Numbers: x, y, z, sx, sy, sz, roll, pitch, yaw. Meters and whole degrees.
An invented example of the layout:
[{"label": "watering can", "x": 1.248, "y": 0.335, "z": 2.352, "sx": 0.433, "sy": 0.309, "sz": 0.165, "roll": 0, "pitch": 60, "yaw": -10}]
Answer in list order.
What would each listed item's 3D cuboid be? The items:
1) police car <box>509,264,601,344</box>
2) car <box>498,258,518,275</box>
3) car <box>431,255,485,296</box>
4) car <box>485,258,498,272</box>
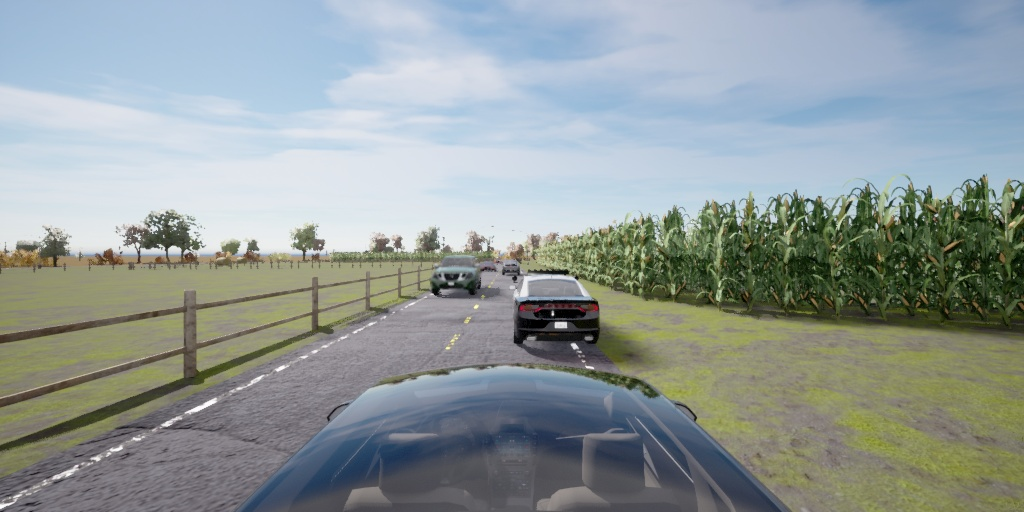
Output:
[{"label": "police car", "x": 0.959, "y": 1.175, "z": 9.732, "sx": 1.930, "sy": 1.638, "sz": 5.238, "roll": 0, "pitch": 0, "yaw": 0}, {"label": "car", "x": -0.090, "y": 1.241, "z": 38.319, "sx": 2.128, "sy": 1.511, "sz": 4.902, "roll": 0, "pitch": 0, "yaw": 0}, {"label": "car", "x": -2.912, "y": 0.970, "z": 19.859, "sx": 2.150, "sy": 2.045, "sz": 5.566, "roll": 0, "pitch": 0, "yaw": 0}, {"label": "car", "x": -2.956, "y": 1.315, "z": 45.006, "sx": 1.994, "sy": 1.385, "sz": 4.181, "roll": 0, "pitch": 0, "yaw": 0}]
